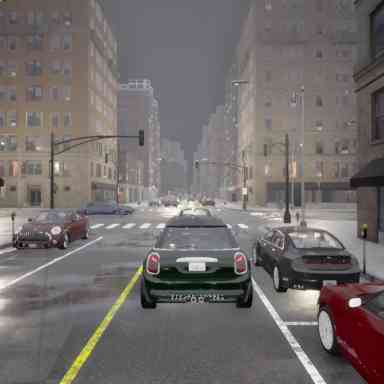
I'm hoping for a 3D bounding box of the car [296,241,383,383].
[{"bbox_3d":[2.682,1.545,3.171,1.887,1.381,4.507,0,0,0],"label":"car"}]

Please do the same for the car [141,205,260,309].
[{"bbox_3d":[0.066,1.354,8.059,2.097,1.767,4.553,0,0,-1],"label":"car"}]

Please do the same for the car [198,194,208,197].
[{"bbox_3d":[2.580,1.594,63.773,1.752,1.417,4.829,0,0,0],"label":"car"}]

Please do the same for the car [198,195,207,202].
[{"bbox_3d":[2.463,1.558,80.123,1.967,1.590,4.097,0,0,0],"label":"car"}]

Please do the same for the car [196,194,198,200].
[{"bbox_3d":[2.542,1.398,69.110,2.192,1.841,5.009,0,0,0],"label":"car"}]

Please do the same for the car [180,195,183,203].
[{"bbox_3d":[-3.139,1.660,60.023,1.895,1.301,4.718,0,0,0],"label":"car"}]

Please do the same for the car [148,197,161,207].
[{"bbox_3d":[-5.865,1.594,52.531,2.008,1.369,4.403,0,0,0],"label":"car"}]

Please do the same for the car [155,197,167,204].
[{"bbox_3d":[-5.944,1.612,63.547,1.887,1.381,4.507,0,0,0],"label":"car"}]

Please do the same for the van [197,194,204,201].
[{"bbox_3d":[2.384,1.502,91.138,1.690,1.788,3.998,0,0,0],"label":"van"}]

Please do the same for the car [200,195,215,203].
[{"bbox_3d":[2.660,1.589,52.589,1.887,1.381,4.507,0,0,0],"label":"car"}]

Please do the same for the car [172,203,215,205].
[{"bbox_3d":[0.133,1.497,15.361,2.128,1.511,4.902,0,0,0],"label":"car"}]

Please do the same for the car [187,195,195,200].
[{"bbox_3d":[-0.280,1.541,90.067,1.994,1.385,4.181,0,0,0],"label":"car"}]

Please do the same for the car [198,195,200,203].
[{"bbox_3d":[2.621,1.621,58.095,1.947,1.339,4.313,0,0,0],"label":"car"}]

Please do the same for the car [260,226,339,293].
[{"bbox_3d":[2.694,1.553,8.662,2.008,1.369,4.403,0,0,0],"label":"car"}]

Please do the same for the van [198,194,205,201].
[{"bbox_3d":[2.424,1.480,85.632,1.690,1.788,3.998,0,0,0],"label":"van"}]

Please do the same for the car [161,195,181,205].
[{"bbox_3d":[-3.085,1.588,50.206,2.033,1.411,5.357,0,0,-1],"label":"car"}]

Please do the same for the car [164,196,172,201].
[{"bbox_3d":[-6.102,1.720,85.579,1.802,1.307,4.206,0,0,0],"label":"car"}]

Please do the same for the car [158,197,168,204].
[{"bbox_3d":[-5.984,1.664,69.055,1.802,1.307,4.206,0,0,0],"label":"car"}]

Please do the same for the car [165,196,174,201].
[{"bbox_3d":[-6.142,1.726,91.087,1.947,1.339,4.313,0,0,0],"label":"car"}]

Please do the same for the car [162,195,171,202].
[{"bbox_3d":[-6.062,1.557,80.071,1.967,1.590,4.097,0,0,0],"label":"car"}]

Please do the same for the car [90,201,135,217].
[{"bbox_3d":[-7.966,1.514,30.237,5.357,1.411,2.033,0,0,0],"label":"car"}]

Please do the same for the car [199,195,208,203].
[{"bbox_3d":[2.502,1.540,74.617,1.967,1.590,4.097,0,0,0],"label":"car"}]

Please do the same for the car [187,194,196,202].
[{"bbox_3d":[-0.208,1.705,80.091,1.895,1.301,4.718,0,0,0],"label":"car"}]

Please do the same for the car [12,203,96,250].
[{"bbox_3d":[-5.818,1.445,14.169,1.967,1.590,4.097,0,0,0],"label":"car"}]
